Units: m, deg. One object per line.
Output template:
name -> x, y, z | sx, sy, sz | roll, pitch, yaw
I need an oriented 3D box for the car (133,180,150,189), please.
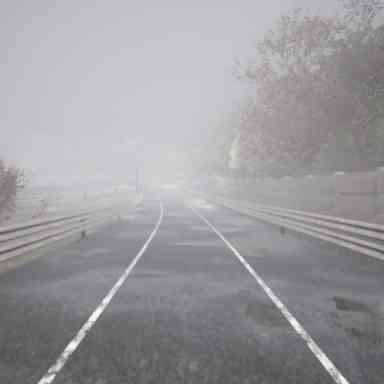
car -> -12.825, -1.789, 87.882 | 2.097, 1.767, 4.553 | 1, 4, 18
